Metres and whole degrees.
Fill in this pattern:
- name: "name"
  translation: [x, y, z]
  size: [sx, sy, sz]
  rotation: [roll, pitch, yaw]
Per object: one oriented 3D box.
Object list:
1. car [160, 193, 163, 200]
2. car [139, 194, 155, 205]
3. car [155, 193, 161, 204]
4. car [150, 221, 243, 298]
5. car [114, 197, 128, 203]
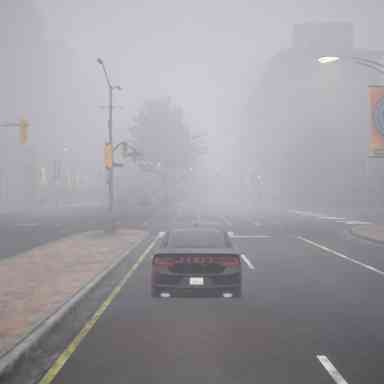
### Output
- name: "car"
  translation: [-7.717, 1.225, 76.572]
  size: [2.150, 2.045, 5.566]
  rotation: [0, 0, 0]
- name: "car"
  translation: [-7.873, 1.505, 56.562]
  size: [1.837, 1.490, 4.892]
  rotation: [0, 0, 1]
- name: "car"
  translation: [-7.791, 1.526, 65.821]
  size: [1.812, 1.442, 4.674]
  rotation: [0, 0, 1]
- name: "car"
  translation: [0.109, 1.478, 8.555]
  size: [1.882, 1.535, 5.008]
  rotation: [0, 0, 1]
- name: "car"
  translation: [-14.499, 1.595, 67.931]
  size: [1.895, 1.301, 4.718]
  rotation: [0, 0, 0]
